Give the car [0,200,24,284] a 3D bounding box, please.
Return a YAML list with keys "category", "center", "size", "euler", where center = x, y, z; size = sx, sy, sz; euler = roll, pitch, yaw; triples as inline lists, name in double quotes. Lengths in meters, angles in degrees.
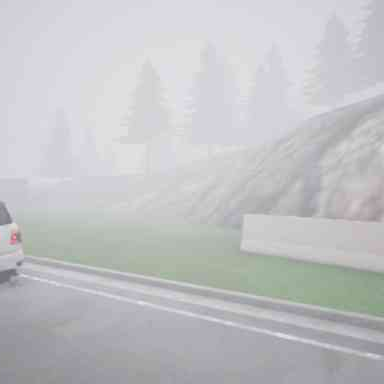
- category: "car"
  center: [-6.274, 1.110, 7.726]
  size: [5.566, 2.045, 2.150]
  euler: [0, 1, 32]
